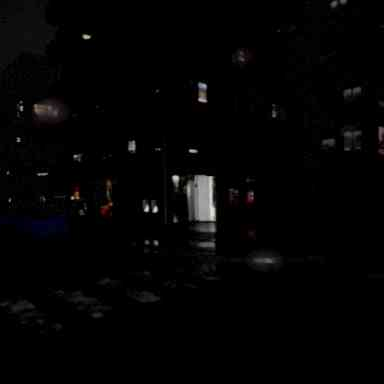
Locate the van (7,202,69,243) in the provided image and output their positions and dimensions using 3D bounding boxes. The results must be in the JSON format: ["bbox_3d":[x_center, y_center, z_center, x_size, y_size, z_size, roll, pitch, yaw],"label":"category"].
[{"bbox_3d":[-7.730,1.465,16.846,1.690,1.788,3.998,-3,1,-42],"label":"van"}]

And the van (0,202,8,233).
[{"bbox_3d":[-11.492,1.548,20.997,1.690,1.788,3.998,-3,1,-42],"label":"van"}]
